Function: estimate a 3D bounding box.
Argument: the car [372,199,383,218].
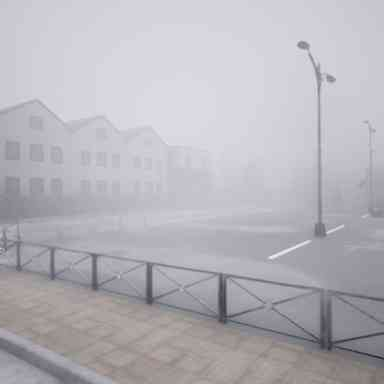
[{"bbox_3d":[15.667,1.312,26.630,2.007,1.523,4.514,0,0,35],"label":"car"}]
